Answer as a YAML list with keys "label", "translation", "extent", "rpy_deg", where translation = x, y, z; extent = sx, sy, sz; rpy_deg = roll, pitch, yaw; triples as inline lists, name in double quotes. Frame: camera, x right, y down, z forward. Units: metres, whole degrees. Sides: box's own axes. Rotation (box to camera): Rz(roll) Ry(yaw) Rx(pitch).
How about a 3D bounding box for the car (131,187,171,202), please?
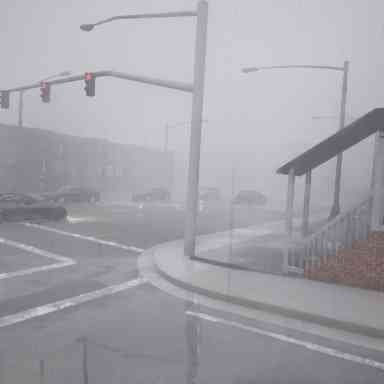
- label: "car"
  translation: [-4.110, 0.227, 34.025]
  extent: [1.837, 1.490, 4.892]
  rpy_deg: [5, 3, 36]

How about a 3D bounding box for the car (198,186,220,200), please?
- label: "car"
  translation: [1.722, 0.077, 42.094]
  extent: [2.097, 1.767, 4.553]
  rpy_deg: [5, 3, 36]

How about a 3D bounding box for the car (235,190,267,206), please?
- label: "car"
  translation: [6.629, 0.562, 36.650]
  extent: [2.097, 1.767, 4.553]
  rpy_deg: [5, 3, 36]

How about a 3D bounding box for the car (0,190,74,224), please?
- label: "car"
  translation: [-8.320, 0.758, 16.148]
  extent: [1.994, 1.385, 4.181]
  rpy_deg: [5, 3, 41]

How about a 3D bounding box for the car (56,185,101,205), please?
- label: "car"
  translation: [-9.578, 0.224, 26.419]
  extent: [1.837, 1.490, 4.892]
  rpy_deg: [5, 3, 35]
